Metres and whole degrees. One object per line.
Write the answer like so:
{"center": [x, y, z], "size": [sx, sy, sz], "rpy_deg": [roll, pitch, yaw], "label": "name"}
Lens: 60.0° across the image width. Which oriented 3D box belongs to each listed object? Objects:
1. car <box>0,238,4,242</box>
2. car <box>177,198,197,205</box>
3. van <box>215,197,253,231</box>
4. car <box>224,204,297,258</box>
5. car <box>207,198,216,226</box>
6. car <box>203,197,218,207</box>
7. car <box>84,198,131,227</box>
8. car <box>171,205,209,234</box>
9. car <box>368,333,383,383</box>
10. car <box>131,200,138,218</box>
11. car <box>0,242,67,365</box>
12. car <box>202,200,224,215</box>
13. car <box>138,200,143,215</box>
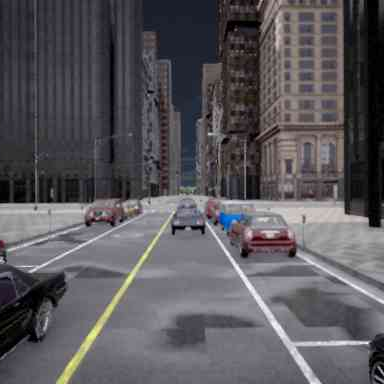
{"center": [-5.872, 1.483, 7.199], "size": [1.967, 1.590, 4.097], "rpy_deg": [0, 0, -1], "label": "car"}
{"center": [-0.500, 1.448, 35.932], "size": [2.097, 1.767, 4.553], "rpy_deg": [0, 0, -1], "label": "car"}
{"center": [2.463, 1.379, 18.548], "size": [1.690, 1.788, 3.998], "rpy_deg": [0, 0, -1], "label": "van"}
{"center": [2.558, 1.463, 12.946], "size": [1.967, 1.590, 4.097], "rpy_deg": [0, 0, -1], "label": "car"}
{"center": [2.370, 1.493, 24.148], "size": [1.967, 1.590, 4.097], "rpy_deg": [0, 0, -1], "label": "car"}
{"center": [2.274, 1.383, 29.750], "size": [2.192, 1.841, 5.009], "rpy_deg": [0, 0, -1], "label": "car"}
{"center": [-6.155, 1.402, 24.004], "size": [2.192, 1.841, 5.009], "rpy_deg": [0, 0, -1], "label": "car"}
{"center": [-0.226, 1.653, 19.679], "size": [1.895, 1.301, 4.718], "rpy_deg": [0, 0, -1], "label": "car"}
{"center": [2.747, 1.560, 1.744], "size": [1.947, 1.339, 4.313], "rpy_deg": [0, 0, -1], "label": "car"}
{"center": [-6.245, 1.627, 29.435], "size": [1.752, 1.417, 4.829], "rpy_deg": [0, 0, -1], "label": "car"}
{"center": [-3.145, 1.624, 3.758], "size": [1.895, 1.301, 4.718], "rpy_deg": [0, 0, -1], "label": "car"}
{"center": [2.182, 1.634, 35.350], "size": [2.008, 1.369, 4.403], "rpy_deg": [0, 0, -1], "label": "car"}
{"center": [-6.343, 1.558, 35.206], "size": [1.967, 1.590, 4.097], "rpy_deg": [0, 0, -1], "label": "car"}
